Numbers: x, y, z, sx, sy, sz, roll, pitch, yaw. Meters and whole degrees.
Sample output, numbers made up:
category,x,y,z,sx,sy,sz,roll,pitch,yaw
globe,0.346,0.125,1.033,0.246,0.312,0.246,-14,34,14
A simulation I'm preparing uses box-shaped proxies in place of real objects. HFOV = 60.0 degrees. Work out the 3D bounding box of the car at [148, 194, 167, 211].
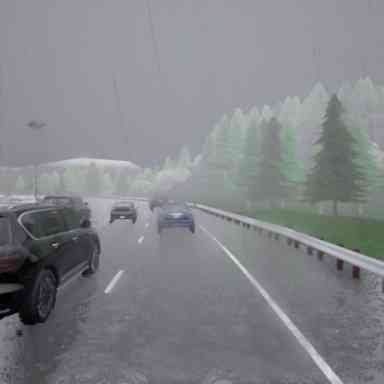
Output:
category,x,y,z,sx,sy,sz,roll,pitch,yaw
car,-4.071,1.231,40.702,2.150,2.045,5.566,0,0,-11

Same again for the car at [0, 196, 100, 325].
category,x,y,z,sx,sy,sz,roll,pitch,yaw
car,-3.623,1.228,7.225,2.150,2.045,5.566,0,0,-2

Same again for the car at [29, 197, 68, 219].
category,x,y,z,sx,sy,sz,roll,pitch,yaw
car,-12.895,1.378,30.201,2.097,1.767,4.553,0,0,-8

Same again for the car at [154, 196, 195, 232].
category,x,y,z,sx,sy,sz,roll,pitch,yaw
car,-1.060,1.355,20.287,2.097,1.767,4.553,0,0,-5

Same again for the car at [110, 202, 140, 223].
category,x,y,z,sx,sy,sz,roll,pitch,yaw
car,-5.195,1.516,25.759,1.837,1.490,4.892,0,0,-7

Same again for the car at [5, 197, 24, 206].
category,x,y,z,sx,sy,sz,roll,pitch,yaw
car,-29.470,1.622,55.396,1.994,1.385,4.181,0,0,-16
